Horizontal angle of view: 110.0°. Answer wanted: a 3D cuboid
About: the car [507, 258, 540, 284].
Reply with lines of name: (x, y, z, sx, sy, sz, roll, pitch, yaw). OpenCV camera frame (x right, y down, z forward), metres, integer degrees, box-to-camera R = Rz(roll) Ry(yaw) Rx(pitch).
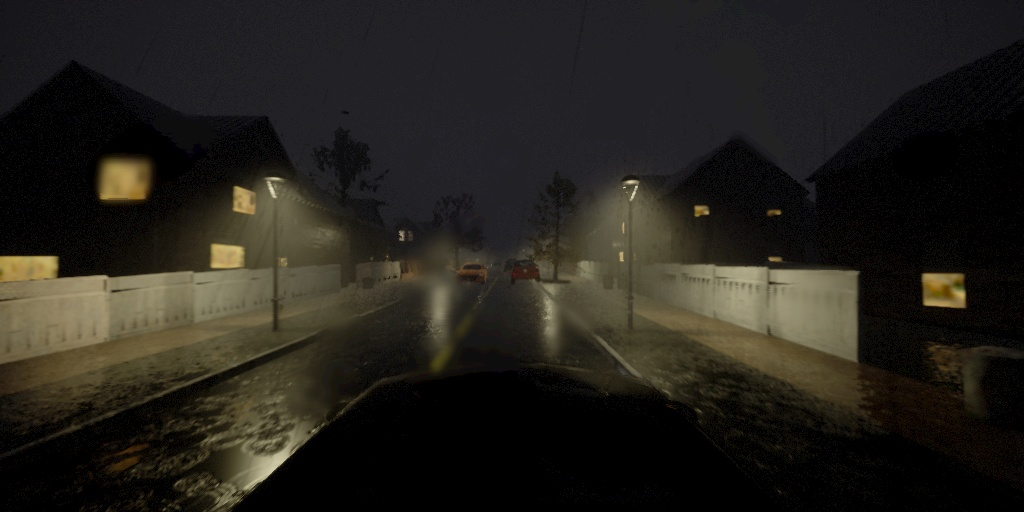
car: (0.931, 1.063, 27.063, 2.097, 1.767, 4.553, -3, -1, 0)

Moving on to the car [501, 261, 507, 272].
car: (0.041, 1.140, 48.058, 2.097, 1.767, 4.553, 0, 0, 0)

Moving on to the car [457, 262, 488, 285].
car: (-2.838, 1.240, 26.289, 1.882, 1.535, 5.008, 0, 0, 0)
